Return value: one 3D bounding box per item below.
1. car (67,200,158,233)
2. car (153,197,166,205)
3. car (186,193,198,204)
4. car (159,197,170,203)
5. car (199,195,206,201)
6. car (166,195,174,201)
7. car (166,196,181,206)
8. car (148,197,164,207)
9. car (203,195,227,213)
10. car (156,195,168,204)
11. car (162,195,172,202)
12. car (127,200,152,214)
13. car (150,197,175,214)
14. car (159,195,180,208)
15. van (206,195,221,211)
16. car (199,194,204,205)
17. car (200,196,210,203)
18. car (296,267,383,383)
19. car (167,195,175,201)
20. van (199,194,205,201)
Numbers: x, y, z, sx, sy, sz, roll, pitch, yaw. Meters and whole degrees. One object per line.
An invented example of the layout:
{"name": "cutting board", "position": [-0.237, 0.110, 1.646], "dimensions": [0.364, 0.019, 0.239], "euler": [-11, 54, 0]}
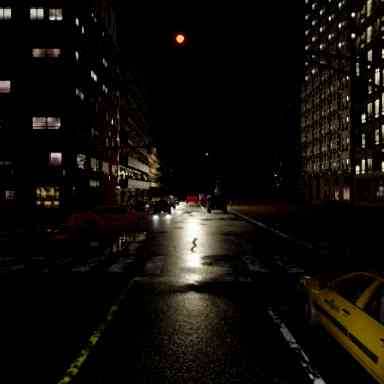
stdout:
{"name": "car", "position": [-4.890, 1.534, 20.084], "dimensions": [5.008, 1.535, 1.882], "euler": [-1, 1, -30]}
{"name": "car", "position": [-5.696, 1.582, 58.501], "dimensions": [1.887, 1.381, 4.507], "euler": [0, 0, 0]}
{"name": "car", "position": [-0.003, 1.270, 65.203], "dimensions": [2.150, 2.045, 5.566], "euler": [0, 0, 0]}
{"name": "car", "position": [-5.696, 1.637, 69.556], "dimensions": [1.802, 1.307, 4.206], "euler": [0, 0, 0]}
{"name": "car", "position": [2.683, 1.611, 86.306], "dimensions": [1.752, 1.417, 4.829], "euler": [0, 0, 0]}
{"name": "car", "position": [-5.697, 1.611, 85.966], "dimensions": [1.752, 1.417, 4.829], "euler": [0, 0, 0]}
{"name": "car", "position": [-3.048, 1.525, 55.625], "dimensions": [2.128, 1.511, 4.902], "euler": [0, 0, 0]}
{"name": "car", "position": [-5.696, 1.580, 52.975], "dimensions": [2.008, 1.369, 4.403], "euler": [0, 0, 0]}
{"name": "car", "position": [2.684, 1.326, 36.397], "dimensions": [2.192, 1.841, 5.009], "euler": [0, 0, 0]}
{"name": "car", "position": [-5.697, 1.487, 64.029], "dimensions": [1.967, 1.590, 4.097], "euler": [0, 0, 0]}
{"name": "car", "position": [-5.697, 1.505, 75.082], "dimensions": [1.967, 1.590, 4.097], "euler": [0, 0, 0]}
{"name": "car", "position": [-5.694, 1.562, 36.396], "dimensions": [2.008, 1.369, 4.403], "euler": [0, 0, 0]}
{"name": "car", "position": [-3.123, 1.558, 35.304], "dimensions": [2.033, 1.411, 5.357], "euler": [0, 0, -4]}
{"name": "car", "position": [-3.090, 1.567, 45.432], "dimensions": [2.033, 1.411, 5.357], "euler": [0, 0, 0]}
{"name": "van", "position": [2.684, 1.357, 41.922], "dimensions": [1.690, 1.788, 3.998], "euler": [0, 0, 0]}
{"name": "car", "position": [2.683, 1.353, 58.502], "dimensions": [2.192, 1.841, 5.009], "euler": [0, 0, 0]}
{"name": "car", "position": [2.684, 1.600, 69.556], "dimensions": [1.887, 1.381, 4.507], "euler": [0, 0, 0]}
{"name": "car", "position": [2.686, 1.525, 4.154], "dimensions": [1.752, 1.417, 4.829], "euler": [0, 0, 0]}
{"name": "car", "position": [-5.697, 1.642, 91.661], "dimensions": [1.887, 1.381, 4.507], "euler": [0, 0, 0]}
{"name": "van", "position": [2.682, 1.439, 91.662], "dimensions": [1.690, 1.788, 3.998], "euler": [0, 0, 0]}
